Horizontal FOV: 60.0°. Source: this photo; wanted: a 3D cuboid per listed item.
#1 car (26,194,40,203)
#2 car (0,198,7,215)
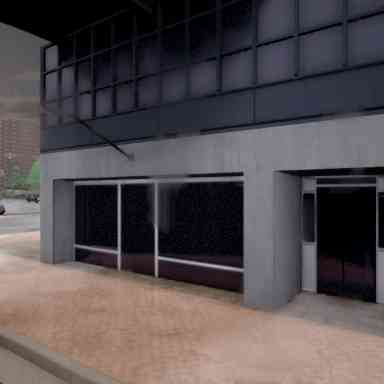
[{"bbox_3d":[-30.229,1.171,64.727,4.605,1.855,1.932,0,0,35],"label":"car"},{"bbox_3d":[-17.888,1.500,27.197,2.128,1.511,4.902,0,0,36],"label":"car"}]
